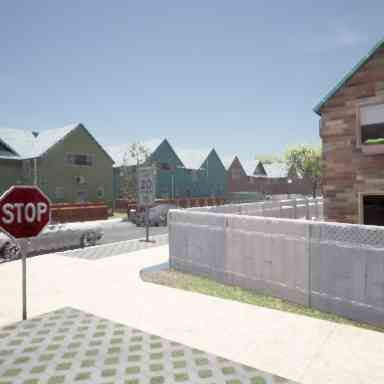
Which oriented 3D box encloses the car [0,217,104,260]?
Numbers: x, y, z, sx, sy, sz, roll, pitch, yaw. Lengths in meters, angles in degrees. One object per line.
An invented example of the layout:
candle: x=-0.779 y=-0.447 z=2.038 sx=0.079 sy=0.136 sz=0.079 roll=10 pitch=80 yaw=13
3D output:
car: x=-5.621 y=1.546 z=12.248 sx=1.895 sy=1.301 sz=4.718 roll=-2 pitch=-1 yaw=36

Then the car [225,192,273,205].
car: x=4.714 y=1.024 z=26.409 sx=2.150 sy=2.045 sz=5.566 roll=-2 pitch=-1 yaw=36

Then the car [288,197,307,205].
car: x=13.530 y=1.321 z=43.325 sx=1.994 sy=1.385 sz=4.181 roll=-2 pitch=-1 yaw=37

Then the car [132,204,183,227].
car: x=-2.001 y=1.499 z=22.204 sx=1.994 sy=1.385 sz=4.181 roll=-2 pitch=-1 yaw=36
